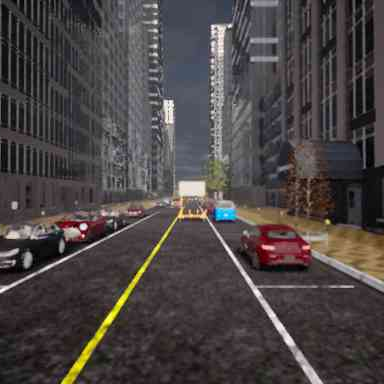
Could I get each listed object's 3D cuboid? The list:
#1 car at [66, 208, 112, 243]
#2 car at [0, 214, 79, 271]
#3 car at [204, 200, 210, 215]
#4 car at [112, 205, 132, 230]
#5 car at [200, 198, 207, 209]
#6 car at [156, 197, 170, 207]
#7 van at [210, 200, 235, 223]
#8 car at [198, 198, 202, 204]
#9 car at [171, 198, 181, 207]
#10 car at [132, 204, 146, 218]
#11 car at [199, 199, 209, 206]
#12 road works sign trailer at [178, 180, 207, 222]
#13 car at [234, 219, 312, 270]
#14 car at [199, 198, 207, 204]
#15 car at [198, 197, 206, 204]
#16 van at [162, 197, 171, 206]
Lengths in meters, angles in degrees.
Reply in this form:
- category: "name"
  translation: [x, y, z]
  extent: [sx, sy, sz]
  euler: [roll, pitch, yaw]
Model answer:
- category: "car"
  translation: [-5.690, 1.618, 16.926]
  extent: [1.967, 1.590, 4.097]
  euler: [0, -1, 0]
- category: "car"
  translation: [-5.690, 1.672, 11.232]
  extent: [2.008, 1.369, 4.403]
  euler: [0, -1, 0]
- category: "car"
  translation: [2.691, 1.981, 39.689]
  extent: [1.802, 1.307, 4.206]
  euler: [0, -1, 0]
- category: "car"
  translation: [-5.690, 1.784, 22.616]
  extent: [2.008, 1.369, 4.403]
  euler: [0, -1, 0]
- category: "car"
  translation: [2.691, 2.147, 56.766]
  extent: [1.802, 1.307, 4.206]
  euler: [0, -1, 0]
- category: "car"
  translation: [-5.690, 2.170, 62.462]
  extent: [2.008, 1.369, 4.403]
  euler: [0, -1, 0]
- category: "van"
  translation: [2.691, 1.629, 28.308]
  extent: [1.690, 1.788, 3.998]
  euler: [0, -1, 0]
- category: "car"
  translation: [2.691, 2.221, 68.151]
  extent: [2.008, 1.369, 4.403]
  euler: [0, -1, 0]
- category: "car"
  translation: [-3.021, 1.997, 65.271]
  extent: [2.097, 1.767, 4.553]
  euler: [0, -1, 0]
- category: "car"
  translation: [-5.690, 1.926, 34.000]
  extent: [1.802, 1.307, 4.206]
  euler: [0, -1, 0]
- category: "car"
  translation: [2.691, 2.271, 73.843]
  extent: [2.008, 1.369, 4.403]
  euler: [0, 0, 0]
- category: "road works sign trailer"
  translation: [0.000, 0.762, 29.335]
  extent: [2.380, 3.560, 2.880]
  euler: [0, -1, 0]
- category: "car"
  translation: [2.691, 1.702, 11.230]
  extent: [1.802, 1.307, 4.206]
  euler: [0, -1, 0]
- category: "car"
  translation: [2.691, 2.254, 85.229]
  extent: [1.967, 1.590, 4.097]
  euler: [0, 0, 0]
- category: "car"
  translation: [2.691, 2.300, 90.921]
  extent: [1.967, 1.590, 4.097]
  euler: [0, 0, 0]
- category: "van"
  translation: [-5.690, 2.062, 73.849]
  extent: [1.690, 1.788, 3.998]
  euler: [0, -1, 0]
